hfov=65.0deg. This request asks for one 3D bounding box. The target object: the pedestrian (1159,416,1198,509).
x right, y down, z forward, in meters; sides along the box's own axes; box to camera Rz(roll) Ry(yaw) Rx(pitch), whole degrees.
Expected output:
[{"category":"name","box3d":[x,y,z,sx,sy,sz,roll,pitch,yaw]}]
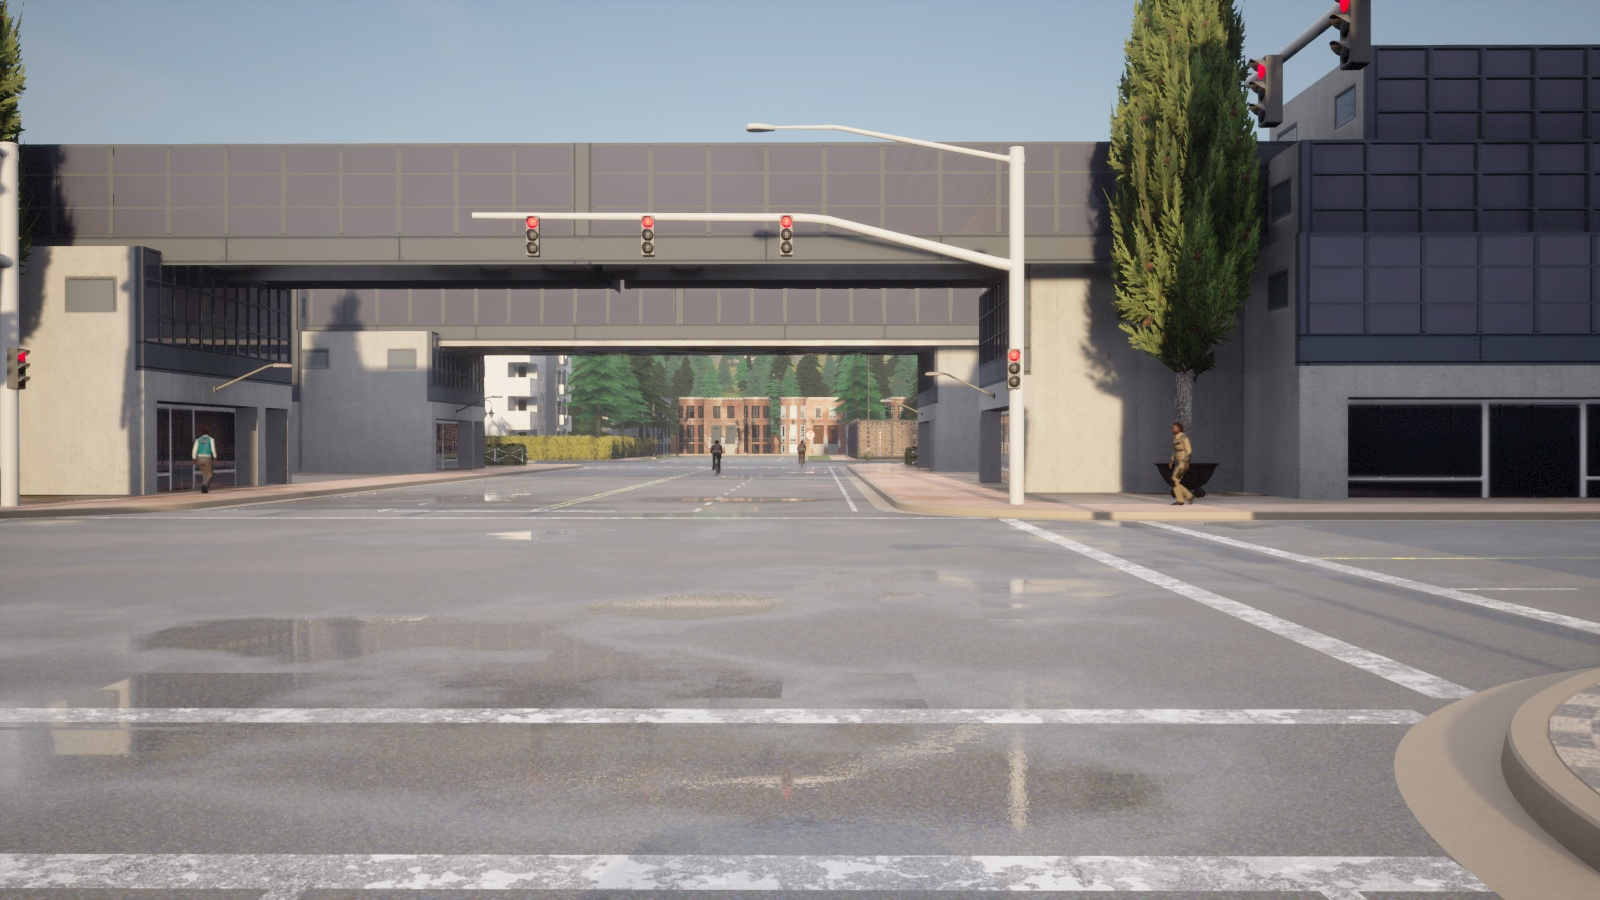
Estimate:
[{"category":"pedestrian","box3d":[7.964,0.262,26.429,0.692,1.930,0.396,0,0,-2]}]

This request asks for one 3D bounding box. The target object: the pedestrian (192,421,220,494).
[{"category":"pedestrian","box3d":[-15.817,0.204,33.437,0.396,1.930,0.692,0,0,0]}]
